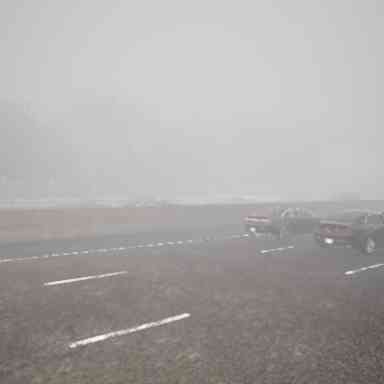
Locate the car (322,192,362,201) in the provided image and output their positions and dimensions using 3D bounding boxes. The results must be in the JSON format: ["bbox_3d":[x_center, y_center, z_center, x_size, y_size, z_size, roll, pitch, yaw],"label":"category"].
[{"bbox_3d":[16.916,1.065,37.463,5.566,2.045,2.150,0,0,-35],"label":"car"}]

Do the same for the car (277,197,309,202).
[{"bbox_3d":[13.189,1.331,43.402,5.357,1.411,2.033,0,0,-35],"label":"car"}]

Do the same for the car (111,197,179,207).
[{"bbox_3d":[-2.832,1.328,23.451,4.902,1.511,2.128,0,0,-35],"label":"car"}]

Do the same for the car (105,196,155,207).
[{"bbox_3d":[-5.123,1.133,30.404,4.553,1.767,2.097,0,1,-35],"label":"car"}]

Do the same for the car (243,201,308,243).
[{"bbox_3d":[4.604,1.411,15.754,4.902,1.511,2.128,0,0,-36],"label":"car"}]

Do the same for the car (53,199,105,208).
[{"bbox_3d":[-10.441,1.354,30.923,4.718,1.301,1.895,0,0,-35],"label":"car"}]

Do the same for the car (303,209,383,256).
[{"bbox_3d":[6.740,1.453,12.979,4.892,1.490,1.837,0,0,-36],"label":"car"}]

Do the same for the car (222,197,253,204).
[{"bbox_3d":[5.842,1.320,42.497,4.181,1.385,1.994,0,0,-35],"label":"car"}]
